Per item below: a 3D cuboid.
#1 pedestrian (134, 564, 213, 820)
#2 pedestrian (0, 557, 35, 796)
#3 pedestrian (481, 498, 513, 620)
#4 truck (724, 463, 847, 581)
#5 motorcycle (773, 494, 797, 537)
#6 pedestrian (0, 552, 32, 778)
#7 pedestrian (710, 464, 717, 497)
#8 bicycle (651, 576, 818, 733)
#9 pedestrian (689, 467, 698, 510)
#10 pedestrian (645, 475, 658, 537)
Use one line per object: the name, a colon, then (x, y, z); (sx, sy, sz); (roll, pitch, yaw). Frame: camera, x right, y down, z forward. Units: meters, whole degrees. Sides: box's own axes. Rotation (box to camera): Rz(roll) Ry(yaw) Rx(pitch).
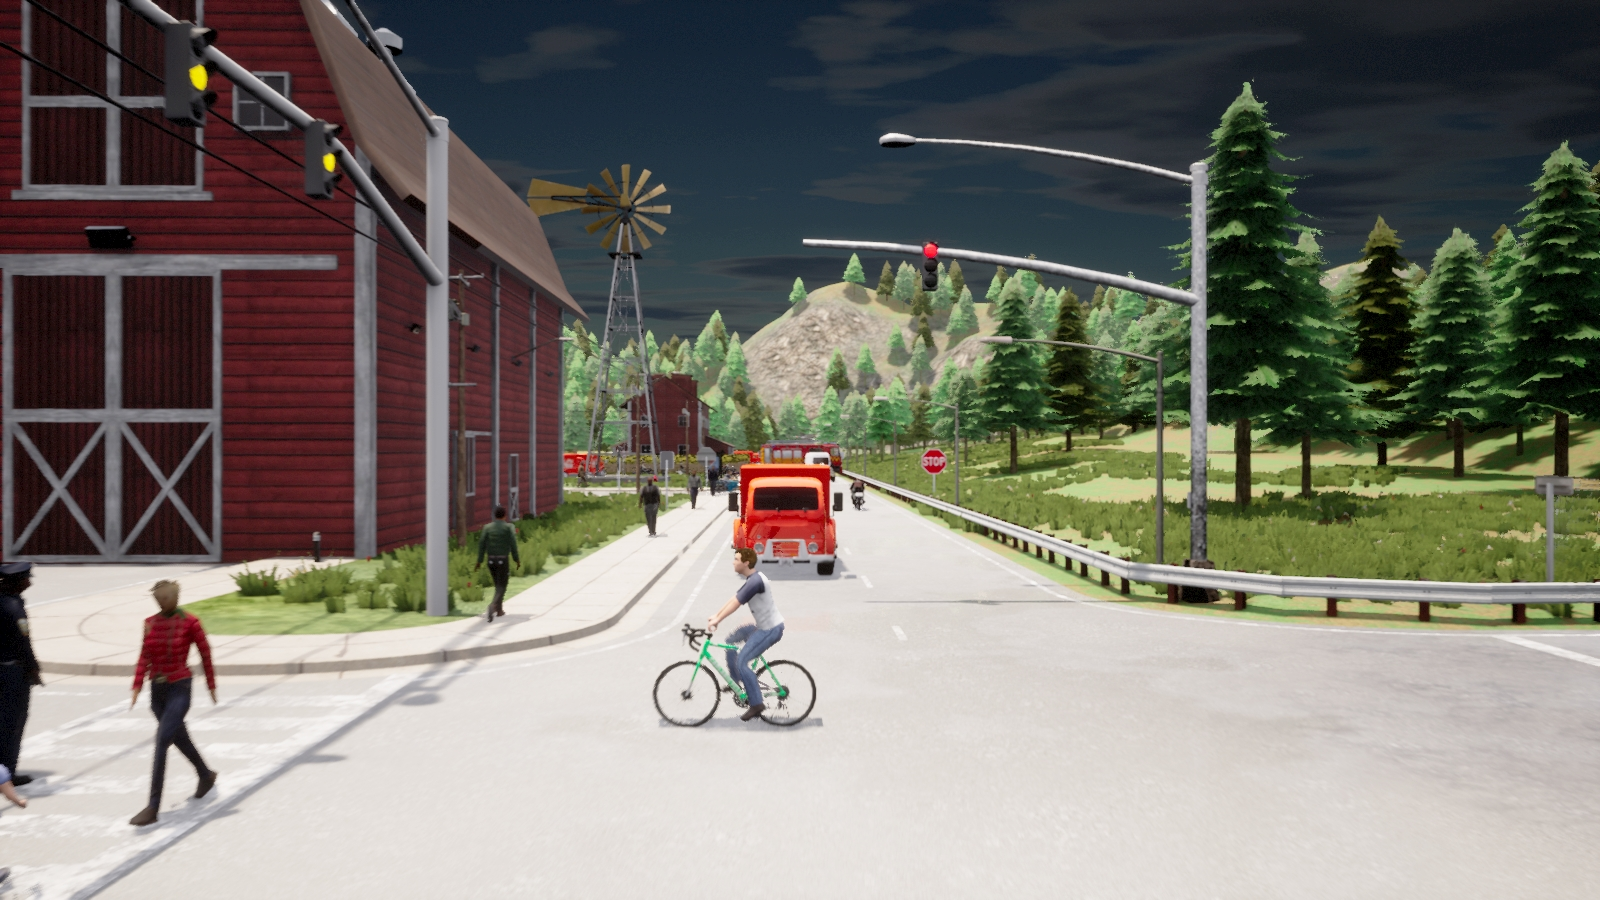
pedestrian: (-4.764, 1.821, 8.699); (0.375, 1.860, 0.375); (0, 0, 6)
pedestrian: (-6.488, 1.821, 9.227); (0.375, 1.860, 0.375); (0, 0, 26)
pedestrian: (-4.717, 1.689, 17.809); (0.375, 1.860, 0.375); (0, 0, 6)
truck: (-0.359, 1.569, 27.038); (2.627, 2.467, 5.204); (0, 0, -1)
motorcycle: (-0.507, 2.171, 38.168); (0.764, 1.277, 2.356); (0, 0, -1)
pedestrian: (-6.868, 1.821, 9.742); (0.375, 1.860, 0.375); (0, 0, 14)
pedestrian: (-4.877, 1.697, 64.429); (0.375, 1.860, 0.375); (0, 0, -3)
bicycle: (-0.651, 2.038, 11.478); (1.643, 1.496, 0.373); (0, 0, -2)
pedestrian: (-4.690, 1.697, 50.403); (0.375, 1.860, 0.375); (0, 0, -4)
pedestrian: (-4.500, 1.696, 34.613); (0.375, 1.860, 0.375); (0, 0, -1)
